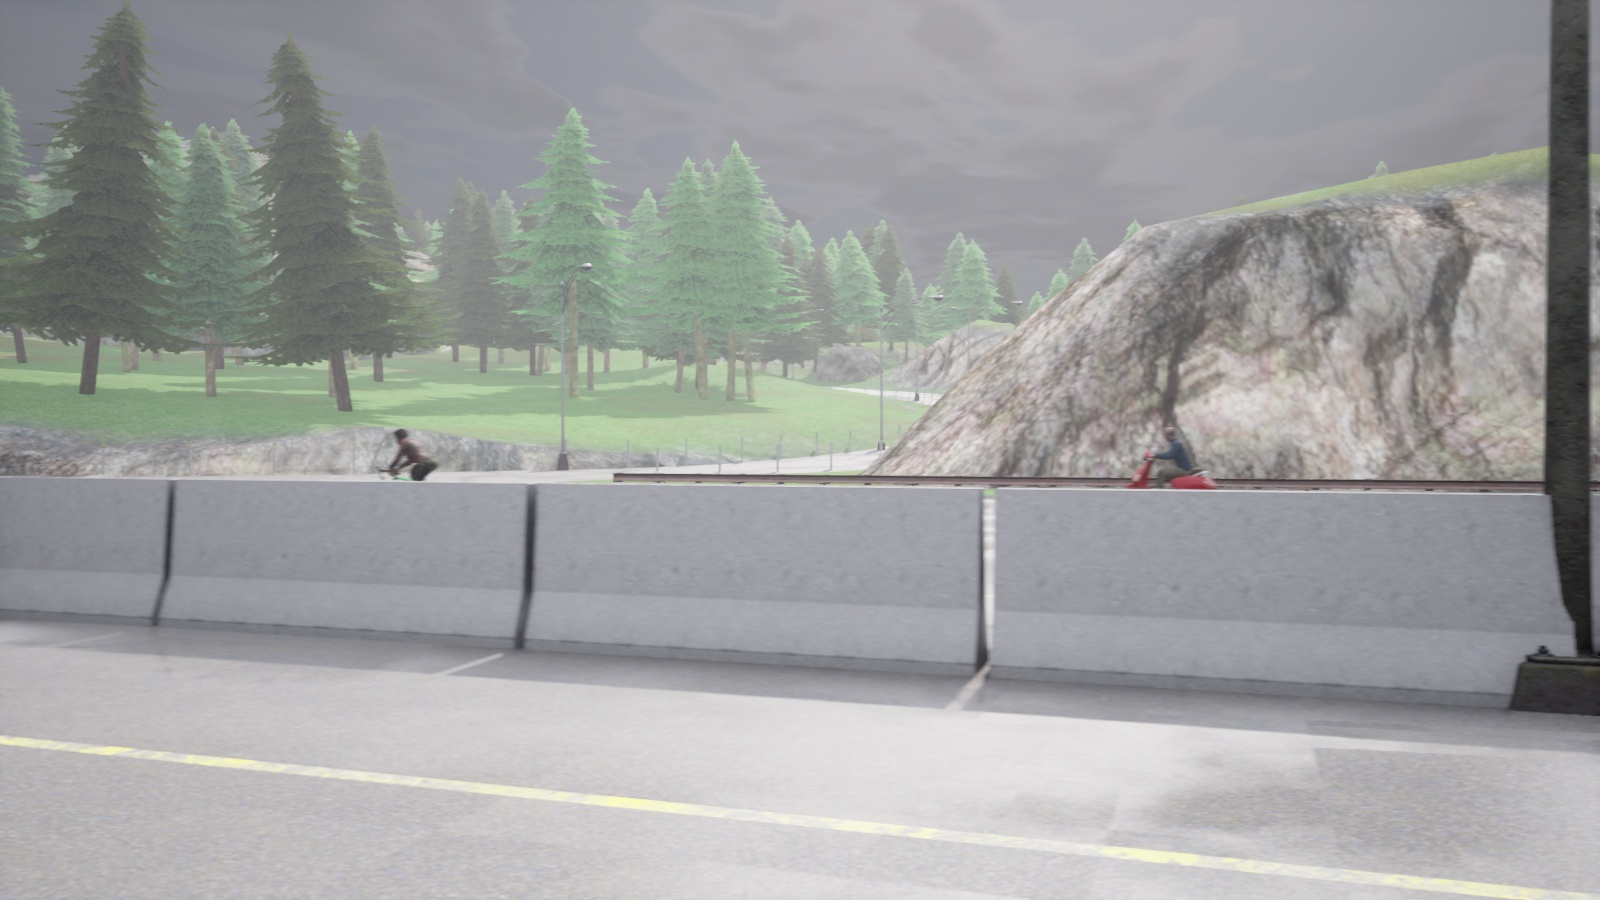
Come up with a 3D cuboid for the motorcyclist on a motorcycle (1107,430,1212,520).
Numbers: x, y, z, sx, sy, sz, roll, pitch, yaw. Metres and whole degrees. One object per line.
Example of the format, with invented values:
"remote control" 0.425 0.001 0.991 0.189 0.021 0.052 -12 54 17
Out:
"motorcyclist on a motorcycle" 6.625 0.435 23.118 1.817 1.590 0.866 0 1 19
